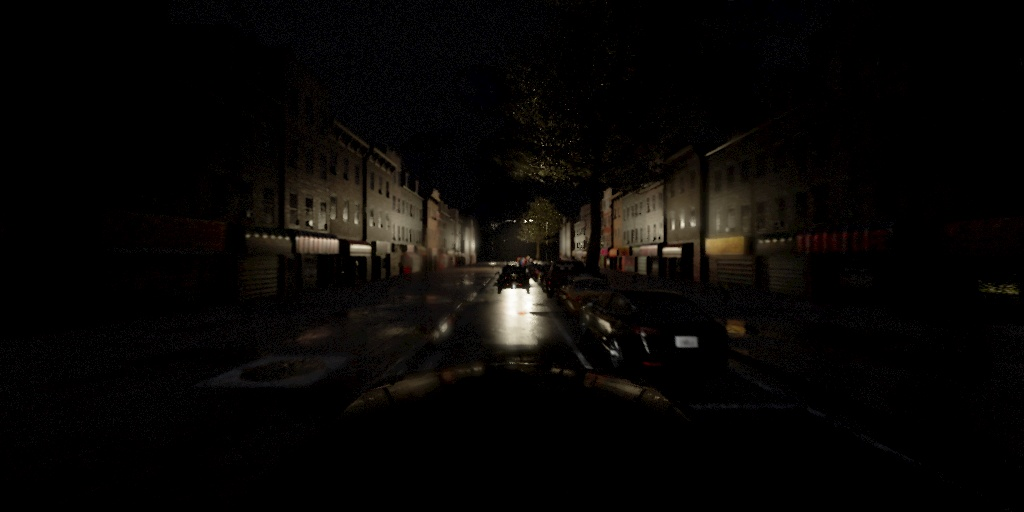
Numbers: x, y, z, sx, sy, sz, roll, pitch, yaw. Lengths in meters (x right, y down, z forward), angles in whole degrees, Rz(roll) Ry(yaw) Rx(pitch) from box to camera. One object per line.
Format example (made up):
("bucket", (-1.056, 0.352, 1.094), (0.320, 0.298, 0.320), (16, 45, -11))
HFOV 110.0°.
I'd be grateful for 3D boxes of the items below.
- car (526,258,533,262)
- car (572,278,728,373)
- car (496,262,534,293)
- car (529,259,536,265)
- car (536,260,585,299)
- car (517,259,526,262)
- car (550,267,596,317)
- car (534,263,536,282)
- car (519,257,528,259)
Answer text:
("car", (2.659, 1.307, 35.222), (1.967, 1.591, 4.097), (0, 0, 0))
("car", (2.641, 1.339, 7.491), (1.948, 1.339, 4.313), (0, 0, 0))
("car", (0.107, 1.329, 21.354), (1.837, 1.490, 4.892), (0, 0, 0))
("car", (2.656, 1.291, 29.674), (1.967, 1.591, 4.097), (0, 0, 0))
("car", (2.648, 1.127, 18.583), (2.192, 1.841, 5.009), (0, 0, 0))
("car", (0.122, 1.370, 39.488), (2.128, 1.511, 4.902), (0, 0, 0))
("car", (2.645, 1.318, 13.207), (1.751, 1.417, 4.829), (0, 0, 0))
("car", (2.652, 1.357, 24.299), (1.751, 1.417, 4.829), (0, 0, 0))
("car", (2.674, 1.230, 57.407), (2.192, 1.841, 5.009), (0, 0, 0))
